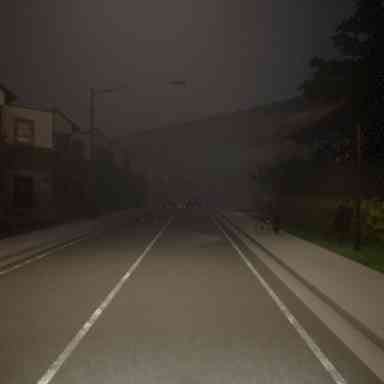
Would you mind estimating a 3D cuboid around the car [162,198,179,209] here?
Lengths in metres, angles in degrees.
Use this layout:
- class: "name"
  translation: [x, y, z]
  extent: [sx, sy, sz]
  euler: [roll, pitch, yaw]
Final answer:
- class: "car"
  translation: [-3.044, 1.512, 46.239]
  extent: [1.812, 1.442, 4.674]
  euler: [0, -1, 4]

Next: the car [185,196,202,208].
- class: "car"
  translation: [0.266, 1.339, 46.782]
  extent: [2.097, 1.767, 4.553]
  euler: [0, 0, 3]

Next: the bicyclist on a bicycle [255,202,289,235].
- class: "bicyclist on a bicycle"
  translation: [3.911, 1.300, 16.225]
  extent: [1.656, 1.620, 0.582]
  euler: [0, 0, 0]
